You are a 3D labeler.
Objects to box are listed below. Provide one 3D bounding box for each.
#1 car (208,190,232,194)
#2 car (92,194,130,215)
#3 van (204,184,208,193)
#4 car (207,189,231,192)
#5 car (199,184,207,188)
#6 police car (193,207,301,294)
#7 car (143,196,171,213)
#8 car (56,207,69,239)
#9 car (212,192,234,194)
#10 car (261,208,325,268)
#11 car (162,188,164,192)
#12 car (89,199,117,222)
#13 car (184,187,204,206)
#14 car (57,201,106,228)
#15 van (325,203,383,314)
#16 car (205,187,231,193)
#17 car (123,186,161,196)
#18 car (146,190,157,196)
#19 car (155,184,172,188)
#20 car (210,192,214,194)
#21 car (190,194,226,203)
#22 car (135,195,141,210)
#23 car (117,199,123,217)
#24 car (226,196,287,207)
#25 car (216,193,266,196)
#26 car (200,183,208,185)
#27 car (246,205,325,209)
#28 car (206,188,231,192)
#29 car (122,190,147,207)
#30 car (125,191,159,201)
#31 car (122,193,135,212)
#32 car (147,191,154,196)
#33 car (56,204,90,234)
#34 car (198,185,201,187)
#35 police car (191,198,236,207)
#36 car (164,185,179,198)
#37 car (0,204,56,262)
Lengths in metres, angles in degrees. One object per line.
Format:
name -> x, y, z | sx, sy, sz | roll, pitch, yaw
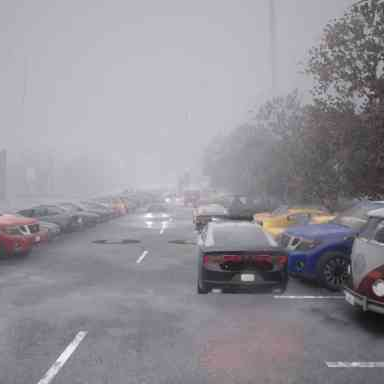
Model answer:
car -> 5.321, 0.872, 47.522 | 5.366, 1.575, 1.946 | 0, 2, 0
car -> -7.952, 1.255, 27.992 | 4.553, 1.767, 2.185 | 0, 1, 0
van -> 5.037, 0.011, 61.455 | 4.442, 1.987, 1.878 | -1, 3, 0
car -> 5.327, 0.760, 50.315 | 5.366, 1.575, 1.946 | 0, 2, 0
car -> 4.927, -0.525, 88.556 | 5.008, 1.535, 2.097 | 0, 3, 0
police car -> 1.068, 1.427, 8.923 | 1.930, 1.638, 5.238 | 0, 0, 0
car -> -3.530, 1.378, 34.656 | 1.895, 1.301, 4.718 | 0, 1, 0
car -> -8.014, 1.522, 14.055 | 4.674, 1.452, 2.002 | 0, 0, 0
car -> 5.114, 1.142, 39.290 | 5.008, 1.535, 2.097 | 0, 2, 0
car -> 5.248, 1.479, 11.285 | 5.366, 1.575, 1.946 | 0, 0, 0
car -> -7.892, 0.406, 58.630 | 4.792, 1.488, 2.163 | 0, 3, 0
car -> -8.001, 1.445, 22.417 | 5.008, 1.535, 2.097 | 0, 1, 0
car -> 0.104, 0.706, 45.001 | 2.150, 2.045, 5.566 | 0, 2, 1
car -> -8.006, 1.465, 19.628 | 5.008, 1.535, 2.097 | 0, 0, 0
van -> 4.935, 1.255, 5.716 | 4.442, 1.987, 1.878 | 0, 0, 0
car -> 5.161, 0.407, 58.797 | 4.674, 1.452, 2.002 | 0, 3, 0
car -> -7.910, 0.514, 50.268 | 5.566, 2.045, 2.435 | 0, 2, 0
car -> -7.950, 0.878, 47.491 | 4.892, 1.521, 2.231 | 0, 2, 0
car -> -8.173, -0.646, 91.217 | 4.792, 1.488, 2.163 | 0, 3, 0
car -> 5.120, 1.061, 42.079 | 5.008, 1.535, 2.097 | 0, 2, 0
car -> 1.099, 1.291, 24.777 | 2.097, 1.767, 4.553 | 0, 1, 0
car -> -7.943, 1.310, 33.562 | 4.792, 1.488, 2.163 | 0, 1, 0
car -> -7.986, 1.457, 25.207 | 4.674, 1.452, 2.002 | 0, 0, 0
car -> 4.911, 1.374, 28.140 | 5.366, 1.575, 1.946 | 0, 1, 0
car -> 5.107, 1.218, 36.373 | 4.892, 1.521, 2.231 | 0, 2, 0
car -> 4.967, -0.808, 91.316 | 4.553, 1.767, 2.185 | 0, 3, 0
car -> 5.063, 1.482, 14.194 | 5.008, 1.535, 2.097 | 0, 0, 0
car -> 5.156, 0.545, 56.016 | 4.674, 1.452, 2.002 | 0, 3, 0
car -> -7.992, 1.021, 39.131 | 4.553, 1.767, 2.185 | 0, 2, 0
car -> -7.938, 0.644, 53.070 | 5.008, 1.535, 2.097 | 0, 2, 0
car -> -7.947, 1.210, 30.772 | 4.553, 1.767, 2.185 | 0, 1, 0
car -> -7.979, 1.008, 44.715 | 4.792, 1.488, 2.163 | 0, 2, 0
car -> -8.035, 1.507, 16.841 | 4.792, 1.488, 2.163 | 0, 0, 0
car -> 0.120, 0.245, 58.685 | 2.097, 1.767, 4.553 | 0, 3, 0
police car -> 1.088, 1.414, 18.921 | 1.930, 1.638, 5.238 | 0, 0, 0
car -> -3.392, 0.179, 60.000 | 2.097, 1.767, 4.553 | 0, 3, 0
car -> -7.989, 1.230, 11.272 | 5.566, 2.045, 2.435 | 0, 0, 0
